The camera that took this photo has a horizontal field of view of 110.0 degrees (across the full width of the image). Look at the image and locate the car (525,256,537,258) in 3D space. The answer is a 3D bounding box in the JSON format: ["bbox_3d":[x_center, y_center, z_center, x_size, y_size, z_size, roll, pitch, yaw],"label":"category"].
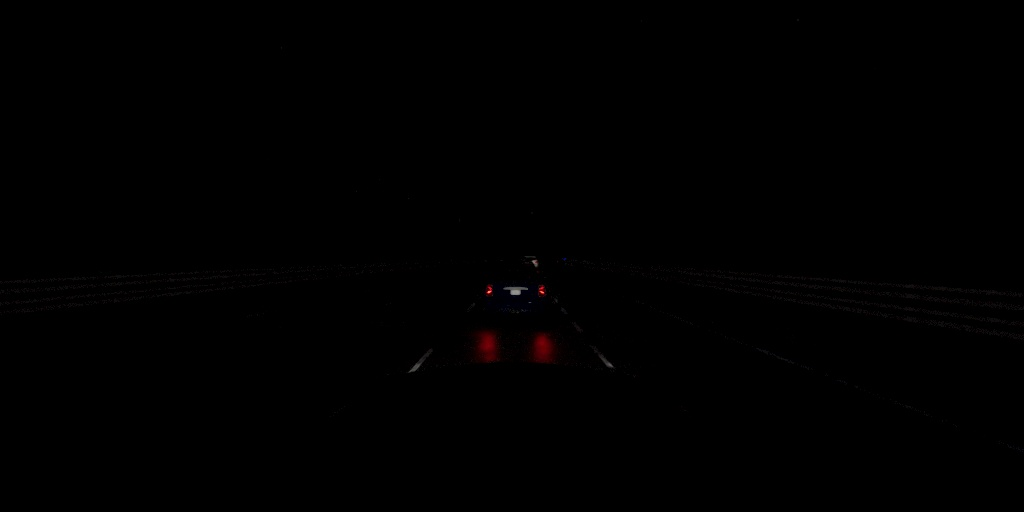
[{"bbox_3d":[2.794,1.038,52.164,2.150,2.045,5.566,0,0,6],"label":"car"}]

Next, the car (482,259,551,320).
[{"bbox_3d":[0.162,1.104,12.783,2.097,1.767,4.553,0,0,1],"label":"car"}]
